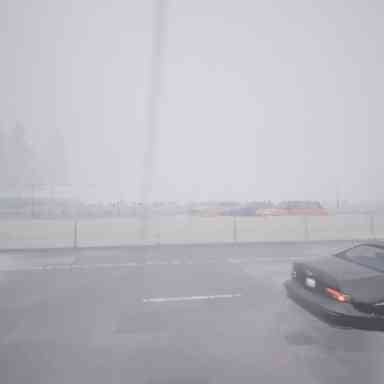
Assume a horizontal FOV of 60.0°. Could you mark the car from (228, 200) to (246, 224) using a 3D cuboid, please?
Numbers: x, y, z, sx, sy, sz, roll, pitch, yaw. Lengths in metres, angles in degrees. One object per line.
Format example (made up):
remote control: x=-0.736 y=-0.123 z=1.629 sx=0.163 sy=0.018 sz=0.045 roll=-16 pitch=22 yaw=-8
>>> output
car: x=4.412 y=1.417 z=23.805 sx=5.008 sy=1.535 sz=1.882 roll=0 pitch=0 yaw=-10

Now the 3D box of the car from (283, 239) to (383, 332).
car: x=4.409 y=1.525 z=5.858 sx=5.357 sy=1.411 sz=2.033 roll=0 pitch=0 yaw=-9

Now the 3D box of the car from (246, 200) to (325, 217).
car: x=6.029 y=1.300 z=20.527 sx=4.553 sy=1.767 sz=2.097 roll=0 pitch=0 yaw=-10

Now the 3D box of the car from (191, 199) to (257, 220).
car: x=2.535 y=1.409 z=27.039 sx=5.008 sy=1.535 sz=1.882 roll=0 pitch=0 yaw=-9
